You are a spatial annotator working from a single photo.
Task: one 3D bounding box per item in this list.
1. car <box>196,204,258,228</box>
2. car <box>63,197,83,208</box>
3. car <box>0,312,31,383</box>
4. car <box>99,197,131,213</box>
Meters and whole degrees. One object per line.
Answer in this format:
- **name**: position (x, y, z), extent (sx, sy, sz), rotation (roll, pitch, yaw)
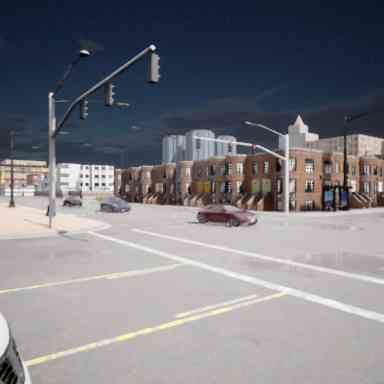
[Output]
- **car**: position (2.245, 1.527, 22.585), extent (1.812, 1.442, 4.674), rotation (0, 0, -42)
- **car**: position (-17.794, 1.504, 49.585), extent (1.837, 1.490, 4.892), rotation (0, 0, -36)
- **car**: position (-3.630, 1.221, 1.179), extent (5.566, 2.045, 2.150), rotation (0, 0, -35)
- **car**: position (-8.530, 1.352, 36.741), extent (2.097, 1.767, 4.553), rotation (0, 0, -36)
